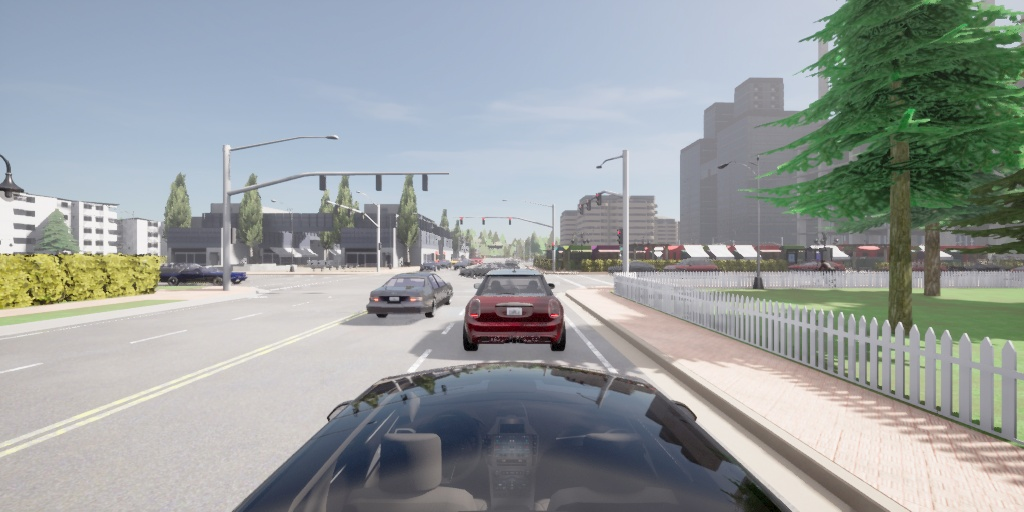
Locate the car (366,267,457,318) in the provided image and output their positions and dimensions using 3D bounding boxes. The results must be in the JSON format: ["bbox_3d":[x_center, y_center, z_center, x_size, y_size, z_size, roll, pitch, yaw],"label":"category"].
[{"bbox_3d":[-3.419,1.297,12.975,2.033,1.411,5.357,0,0,0],"label":"car"}]

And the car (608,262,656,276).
[{"bbox_3d":[11.942,1.276,35.792,4.674,1.442,1.812,0,0,-1],"label":"car"}]

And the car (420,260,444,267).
[{"bbox_3d":[-10.628,1.314,46.933,1.994,1.385,4.181,0,0,1],"label":"car"}]

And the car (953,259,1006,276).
[{"bbox_3d":[47.585,1.264,36.617,4.718,1.301,1.895,0,0,-1],"label":"car"}]

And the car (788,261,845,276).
[{"bbox_3d":[30.736,1.227,36.283,5.008,1.535,1.882,0,0,-1],"label":"car"}]

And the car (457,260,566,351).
[{"bbox_3d":[0.063,1.102,9.140,2.097,1.767,4.553,0,0,0],"label":"car"}]

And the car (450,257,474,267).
[{"bbox_3d":[-7.098,1.297,51.454,2.033,1.411,5.357,0,0,0],"label":"car"}]

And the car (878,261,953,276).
[{"bbox_3d":[36.667,1.227,32.920,5.008,1.535,1.882,0,0,-1],"label":"car"}]

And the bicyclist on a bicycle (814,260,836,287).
[{"bbox_3d":[18.790,1.052,21.497,0.582,1.620,1.656,0,0,-1],"label":"bicyclist on a bicycle"}]

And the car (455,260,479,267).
[{"bbox_3d":[-2.048,1.297,32.103,5.357,1.411,2.033,0,0,0],"label":"car"}]

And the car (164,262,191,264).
[{"bbox_3d":[-25.393,1.241,27.784,4.902,1.511,2.128,0,0,-2],"label":"car"}]

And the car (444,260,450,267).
[{"bbox_3d":[-10.602,1.297,56.176,2.033,1.411,5.357,0,0,0],"label":"car"}]

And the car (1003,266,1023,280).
[{"bbox_3d":[43.877,1.314,29.449,4.181,1.385,1.994,0,0,-3],"label":"car"}]

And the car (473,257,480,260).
[{"bbox_3d":[-7.085,1.351,61.036,1.895,1.301,4.718,0,0,0],"label":"car"}]

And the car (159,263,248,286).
[{"bbox_3d":[-20.883,1.351,24.388,4.718,1.301,1.895,0,0,-1],"label":"car"}]

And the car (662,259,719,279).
[{"bbox_3d":[16.051,1.102,32.414,4.553,1.767,2.097,0,0,-1],"label":"car"}]
